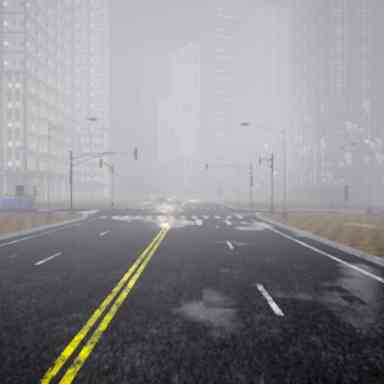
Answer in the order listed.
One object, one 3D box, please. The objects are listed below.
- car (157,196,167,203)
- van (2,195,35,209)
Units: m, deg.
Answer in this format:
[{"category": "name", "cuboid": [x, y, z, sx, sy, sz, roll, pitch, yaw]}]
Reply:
[{"category": "car", "cuboid": [-6.504, 1.602, 72.194, 1.994, 1.385, 4.181, 0, 0, 0]}, {"category": "van", "cuboid": [-22.653, 1.264, 43.499, 3.998, 1.788, 1.690, 0, 0, 1]}]
